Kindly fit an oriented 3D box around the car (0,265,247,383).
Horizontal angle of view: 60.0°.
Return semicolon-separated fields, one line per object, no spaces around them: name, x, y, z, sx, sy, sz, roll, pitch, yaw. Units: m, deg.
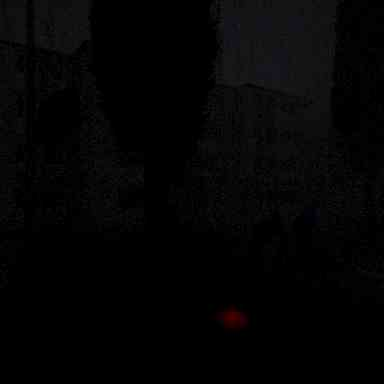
car;-1.886;1.547;3.261;5.357;1.411;2.033;0;0;-35
